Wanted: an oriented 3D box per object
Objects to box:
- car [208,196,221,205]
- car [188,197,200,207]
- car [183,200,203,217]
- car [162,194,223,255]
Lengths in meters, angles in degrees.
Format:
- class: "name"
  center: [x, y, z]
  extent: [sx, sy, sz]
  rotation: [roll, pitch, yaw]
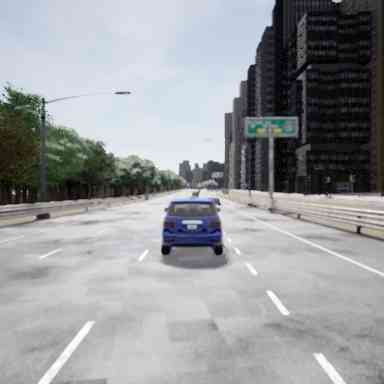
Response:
- class: "car"
  center: [3.953, 1.494, 58.914]
  extent: [2.128, 1.511, 4.902]
  rotation: [0, 0, 1]
- class: "car"
  center: [0.286, 1.527, 53.289]
  extent: [1.837, 1.490, 4.892]
  rotation: [0, 0, 1]
- class: "car"
  center: [0.109, 1.573, 33.277]
  extent: [1.812, 1.442, 4.674]
  rotation: [0, 0, 0]
- class: "car"
  center: [0.014, 1.253, 13.665]
  extent: [2.150, 2.045, 5.566]
  rotation: [0, 0, 0]
